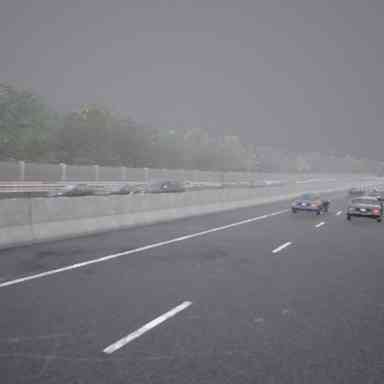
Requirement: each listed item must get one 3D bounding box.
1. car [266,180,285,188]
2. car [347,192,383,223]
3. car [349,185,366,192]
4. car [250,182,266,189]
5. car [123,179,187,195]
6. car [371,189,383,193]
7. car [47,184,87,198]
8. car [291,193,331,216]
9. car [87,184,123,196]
[{"bbox_3d":[15.947,-1.451,62.015,1.812,1.442,4.674,3,4,33],"label":"car"},{"bbox_3d":[10.964,0.998,20.910,2.033,1.411,5.357,3,3,31],"label":"car"},{"bbox_3d":[24.493,-0.223,49.291,2.128,1.511,4.902,3,4,32],"label":"car"},{"bbox_3d":[12.996,-1.254,63.925,2.033,1.411,5.357,3,4,33],"label":"car"},{"bbox_3d":[-2.489,0.023,26.008,2.150,2.045,5.566,3,3,31],"label":"car"},{"bbox_3d":[21.137,0.410,37.441,1.994,1.385,4.181,3,4,32],"label":"car"},{"bbox_3d":[-9.685,0.031,27.622,1.812,1.442,4.674,3,3,31],"label":"car"},{"bbox_3d":[8.539,0.791,23.673,2.033,1.411,5.357,3,3,31],"label":"car"},{"bbox_3d":[-5.817,0.118,27.274,1.882,1.535,5.008,3,3,31],"label":"car"}]
